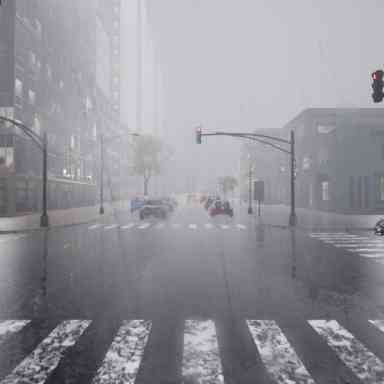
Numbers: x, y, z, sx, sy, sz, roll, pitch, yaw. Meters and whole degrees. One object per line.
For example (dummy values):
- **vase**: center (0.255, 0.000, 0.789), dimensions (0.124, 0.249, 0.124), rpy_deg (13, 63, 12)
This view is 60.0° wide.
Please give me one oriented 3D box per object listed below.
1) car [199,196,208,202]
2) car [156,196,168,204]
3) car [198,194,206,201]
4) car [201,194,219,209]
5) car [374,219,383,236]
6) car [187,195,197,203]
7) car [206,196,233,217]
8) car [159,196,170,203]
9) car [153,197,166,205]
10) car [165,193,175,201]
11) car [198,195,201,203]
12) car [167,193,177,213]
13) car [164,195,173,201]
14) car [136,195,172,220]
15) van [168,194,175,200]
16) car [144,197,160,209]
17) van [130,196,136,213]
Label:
- **car**: center (2.633, 1.571, 76.437), dimensions (1.947, 1.339, 4.313), rpy_deg (1, 0, 0)
- **car**: center (-5.737, 1.571, 65.043), dimensions (1.947, 1.339, 4.313), rpy_deg (1, 0, 0)
- **car**: center (2.624, 1.446, 87.785), dimensions (1.967, 1.590, 4.097), rpy_deg (1, 0, 0)
- **car**: center (2.669, 1.320, 42.393), dimensions (2.192, 1.841, 5.009), rpy_deg (1, 0, 0)
- **car**: center (10.731, 1.419, 14.746), dimensions (4.892, 1.490, 1.837), rpy_deg (-1, -1, 0)
- **car**: center (0.037, 1.357, 69.622), dimensions (2.097, 1.767, 4.553), rpy_deg (0, 0, 0)
- **car**: center (2.677, 1.444, 31.045), dimensions (1.967, 1.590, 4.097), rpy_deg (1, 0, 0)
- **car**: center (-5.742, 1.571, 70.717), dimensions (1.947, 1.339, 4.313), rpy_deg (1, 0, 0)
- **car**: center (-5.732, 1.587, 59.369), dimensions (1.802, 1.307, 4.206), rpy_deg (1, 0, 0)
- **car**: center (-5.753, 1.321, 87.739), dimensions (2.192, 1.841, 5.009), rpy_deg (1, 0, 0)
- **car**: center (2.648, 1.320, 65.089), dimensions (2.192, 1.841, 5.009), rpy_deg (1, 0, 0)
- **car**: center (-3.132, 1.357, 37.767), dimensions (2.097, 1.767, 4.553), rpy_deg (0, 0, 0)
- **car**: center (-5.752, 1.556, 82.065), dimensions (2.008, 1.369, 4.403), rpy_deg (1, 0, 0)
- **car**: center (-3.125, 1.356, 28.161), dimensions (2.097, 1.767, 4.553), rpy_deg (0, 0, 0)
- **van**: center (-5.758, 1.347, 93.413), dimensions (1.690, 1.788, 3.998), rpy_deg (1, 0, 0)
- **car**: center (-5.720, 1.530, 47.851), dimensions (1.752, 1.417, 4.829), rpy_deg (1, 0, 0)
- **van**: center (-5.707, 1.345, 36.673), dimensions (1.690, 1.788, 3.998), rpy_deg (1, 0, 0)
